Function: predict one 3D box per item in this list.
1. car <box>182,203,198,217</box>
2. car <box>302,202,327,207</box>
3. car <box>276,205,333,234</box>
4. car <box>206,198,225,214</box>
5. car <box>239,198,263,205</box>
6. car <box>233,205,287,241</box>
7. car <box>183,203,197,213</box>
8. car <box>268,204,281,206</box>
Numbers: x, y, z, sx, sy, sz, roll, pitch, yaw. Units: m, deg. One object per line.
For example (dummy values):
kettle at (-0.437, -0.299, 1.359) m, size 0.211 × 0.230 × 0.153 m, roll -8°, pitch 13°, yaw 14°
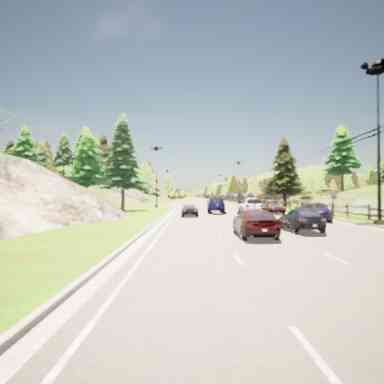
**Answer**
car at (-0.241, 2.126, 38.562) m, size 1.895 × 1.301 × 4.718 m, roll 0°, pitch -1°, yaw -1°
car at (10.346, 1.697, 28.881) m, size 2.097 × 1.767 × 4.553 m, roll 0°, pitch -1°, yaw -1°
car at (6.924, 1.781, 21.073) m, size 1.812 × 1.442 × 4.674 m, roll 0°, pitch -1°, yaw 0°
car at (3.197, 1.818, 44.990) m, size 2.150 × 2.045 × 5.566 m, roll 0°, pitch -1°, yaw -1°
car at (6.759, 1.717, 38.541) m, size 2.150 × 2.045 × 5.566 m, roll 0°, pitch 0°, yaw -1°
car at (3.450, 1.712, 18.373) m, size 1.882 × 1.535 × 5.008 m, roll 0°, pitch -1°, yaw -1°
car at (-0.335, 2.267, 48.911) m, size 1.895 × 1.301 × 4.718 m, roll 0°, pitch -1°, yaw -1°
car at (10.232, 2.120, 41.641) m, size 1.895 × 1.301 × 4.718 m, roll 0°, pitch -1°, yaw -1°
